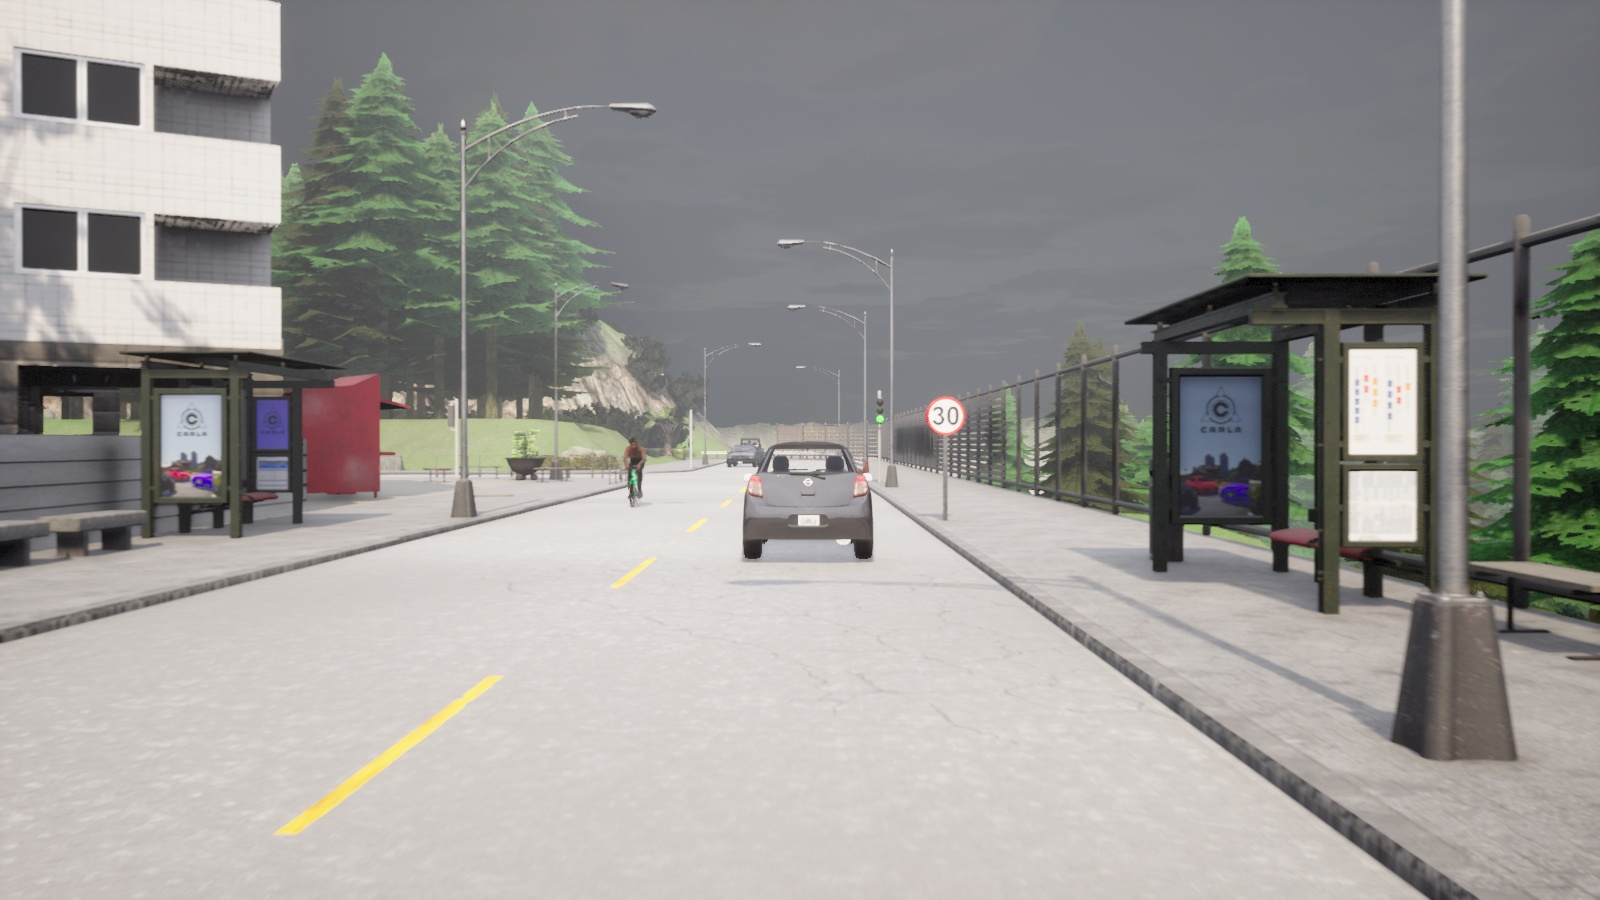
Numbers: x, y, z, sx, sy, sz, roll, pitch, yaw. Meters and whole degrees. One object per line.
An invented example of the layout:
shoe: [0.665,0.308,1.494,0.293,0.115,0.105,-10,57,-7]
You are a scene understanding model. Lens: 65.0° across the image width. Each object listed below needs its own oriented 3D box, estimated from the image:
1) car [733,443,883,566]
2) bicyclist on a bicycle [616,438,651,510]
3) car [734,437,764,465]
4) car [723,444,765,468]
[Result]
car: [0.106,0.665,17.248,1.845,1.501,3.633,0,0,0]
bicyclist on a bicycle: [-3.834,0.537,28.997,0.582,1.620,1.656,0,1,0]
car: [-3.525,0.057,87.722,1.905,1.878,3.866,0,1,0]
car: [-3.468,0.360,78.631,2.033,1.411,5.357,0,0,3]
